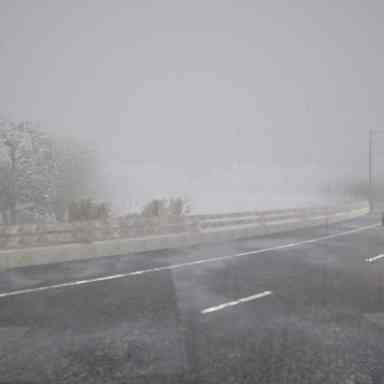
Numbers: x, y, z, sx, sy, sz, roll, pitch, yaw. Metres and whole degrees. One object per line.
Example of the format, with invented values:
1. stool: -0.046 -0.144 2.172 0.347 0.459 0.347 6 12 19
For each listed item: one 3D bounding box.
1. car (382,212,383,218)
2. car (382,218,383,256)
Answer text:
1. car: 13.851 1.520 21.691 2.128 1.511 4.902 0 0 42
2. car: 7.744 1.560 10.362 5.357 1.411 2.033 0 0 -43
